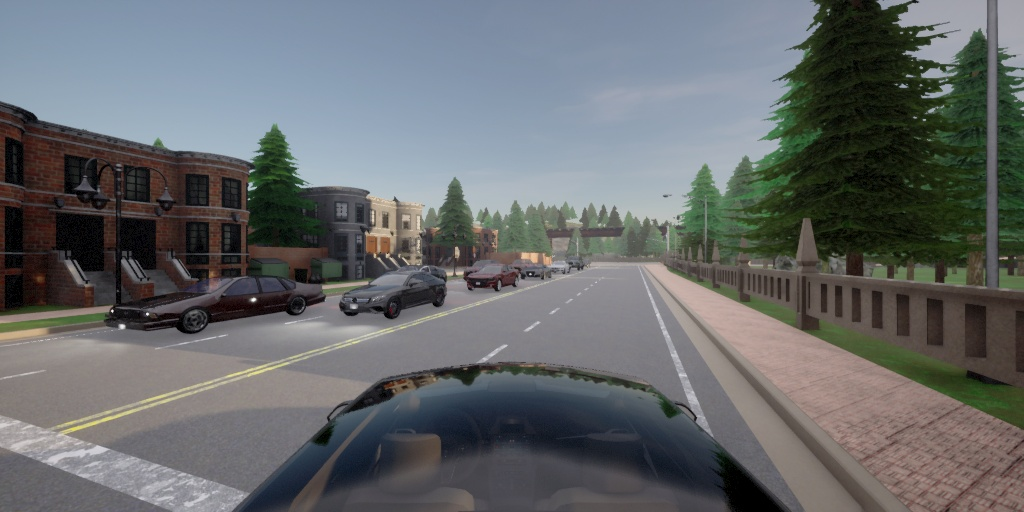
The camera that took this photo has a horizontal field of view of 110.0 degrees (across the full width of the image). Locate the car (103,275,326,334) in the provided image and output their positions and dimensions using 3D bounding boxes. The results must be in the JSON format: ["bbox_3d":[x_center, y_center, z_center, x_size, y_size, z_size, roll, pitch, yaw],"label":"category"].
[{"bbox_3d":[-8.459,1.297,11.082,2.033,1.411,5.357,0,0,19],"label":"car"}]

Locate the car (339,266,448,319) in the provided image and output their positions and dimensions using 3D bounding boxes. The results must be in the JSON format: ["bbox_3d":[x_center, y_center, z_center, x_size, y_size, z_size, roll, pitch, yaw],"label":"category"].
[{"bbox_3d":[-4.063,1.276,13.123,1.812,1.442,4.674,0,0,19],"label":"car"}]

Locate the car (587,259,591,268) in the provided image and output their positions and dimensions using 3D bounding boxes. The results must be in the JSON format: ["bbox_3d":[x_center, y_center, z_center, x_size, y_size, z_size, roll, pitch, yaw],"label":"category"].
[{"bbox_3d":[12.296,1.255,61.015,1.837,1.490,4.892,0,0,19],"label":"car"}]

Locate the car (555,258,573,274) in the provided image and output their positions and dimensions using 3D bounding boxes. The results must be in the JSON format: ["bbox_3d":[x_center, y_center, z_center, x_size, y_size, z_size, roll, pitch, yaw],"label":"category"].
[{"bbox_3d":[5.436,1.276,40.978,1.812,1.442,4.674,0,0,19],"label":"car"}]

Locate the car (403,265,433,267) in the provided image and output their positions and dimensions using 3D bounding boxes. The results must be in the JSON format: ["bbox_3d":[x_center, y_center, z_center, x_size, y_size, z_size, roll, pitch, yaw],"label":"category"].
[{"bbox_3d":[-5.403,1.242,20.054,2.128,1.511,4.902,0,0,18],"label":"car"}]

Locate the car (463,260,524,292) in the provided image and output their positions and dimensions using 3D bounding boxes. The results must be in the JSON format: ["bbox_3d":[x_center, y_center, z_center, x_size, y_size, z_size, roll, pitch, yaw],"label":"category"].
[{"bbox_3d":[-1.052,1.228,21.953,1.882,1.535,5.008,0,0,19],"label":"car"}]

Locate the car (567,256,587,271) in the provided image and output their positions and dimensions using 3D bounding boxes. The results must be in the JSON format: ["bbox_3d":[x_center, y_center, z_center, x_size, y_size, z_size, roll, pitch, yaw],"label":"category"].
[{"bbox_3d":[8.809,0.972,50.848,2.150,2.045,5.566,0,0,19],"label":"car"}]

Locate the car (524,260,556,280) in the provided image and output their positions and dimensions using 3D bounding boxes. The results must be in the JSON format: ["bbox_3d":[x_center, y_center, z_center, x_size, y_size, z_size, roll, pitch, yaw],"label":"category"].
[{"bbox_3d":[2.189,1.314,31.430,1.994,1.385,4.181,0,0,20],"label":"car"}]
